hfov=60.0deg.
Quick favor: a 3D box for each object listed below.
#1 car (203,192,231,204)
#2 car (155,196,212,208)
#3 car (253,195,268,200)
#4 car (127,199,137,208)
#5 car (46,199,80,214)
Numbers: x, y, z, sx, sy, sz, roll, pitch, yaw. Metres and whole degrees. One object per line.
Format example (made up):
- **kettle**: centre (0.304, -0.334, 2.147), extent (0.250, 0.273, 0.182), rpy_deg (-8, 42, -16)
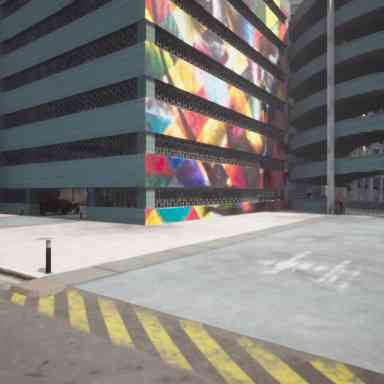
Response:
- **car**: centre (4.147, 1.028, 57.740), extent (5.566, 2.045, 2.435), rpy_deg (0, 0, 36)
- **car**: centre (-0.974, 1.320, 29.317), extent (4.674, 1.452, 2.002), rpy_deg (0, 0, 36)
- **car**: centre (18.588, 1.481, 90.391), extent (4.892, 1.521, 2.231), rpy_deg (0, 0, 36)
- **car**: centre (-6.083, 1.463, 42.305), extent (4.718, 1.301, 1.895), rpy_deg (0, 0, 36)
- **car**: centre (-13.256, 1.413, 33.178), extent (4.786, 1.482, 2.161), rpy_deg (0, 0, 36)
